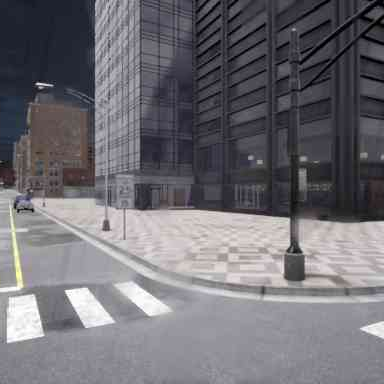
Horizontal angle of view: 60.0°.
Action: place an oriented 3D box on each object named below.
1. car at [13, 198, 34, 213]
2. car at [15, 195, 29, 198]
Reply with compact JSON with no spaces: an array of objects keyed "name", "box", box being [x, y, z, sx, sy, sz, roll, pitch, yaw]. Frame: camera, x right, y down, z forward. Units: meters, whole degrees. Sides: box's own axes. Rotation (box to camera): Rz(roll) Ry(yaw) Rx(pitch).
[{"name":"car","box":[-20.194,1.739,40.263,2.033,1.411,5.357,0,0,-29]},{"name":"car","box":[-25.243,1.420,49.361,2.150,2.045,5.566,0,0,-29]}]
